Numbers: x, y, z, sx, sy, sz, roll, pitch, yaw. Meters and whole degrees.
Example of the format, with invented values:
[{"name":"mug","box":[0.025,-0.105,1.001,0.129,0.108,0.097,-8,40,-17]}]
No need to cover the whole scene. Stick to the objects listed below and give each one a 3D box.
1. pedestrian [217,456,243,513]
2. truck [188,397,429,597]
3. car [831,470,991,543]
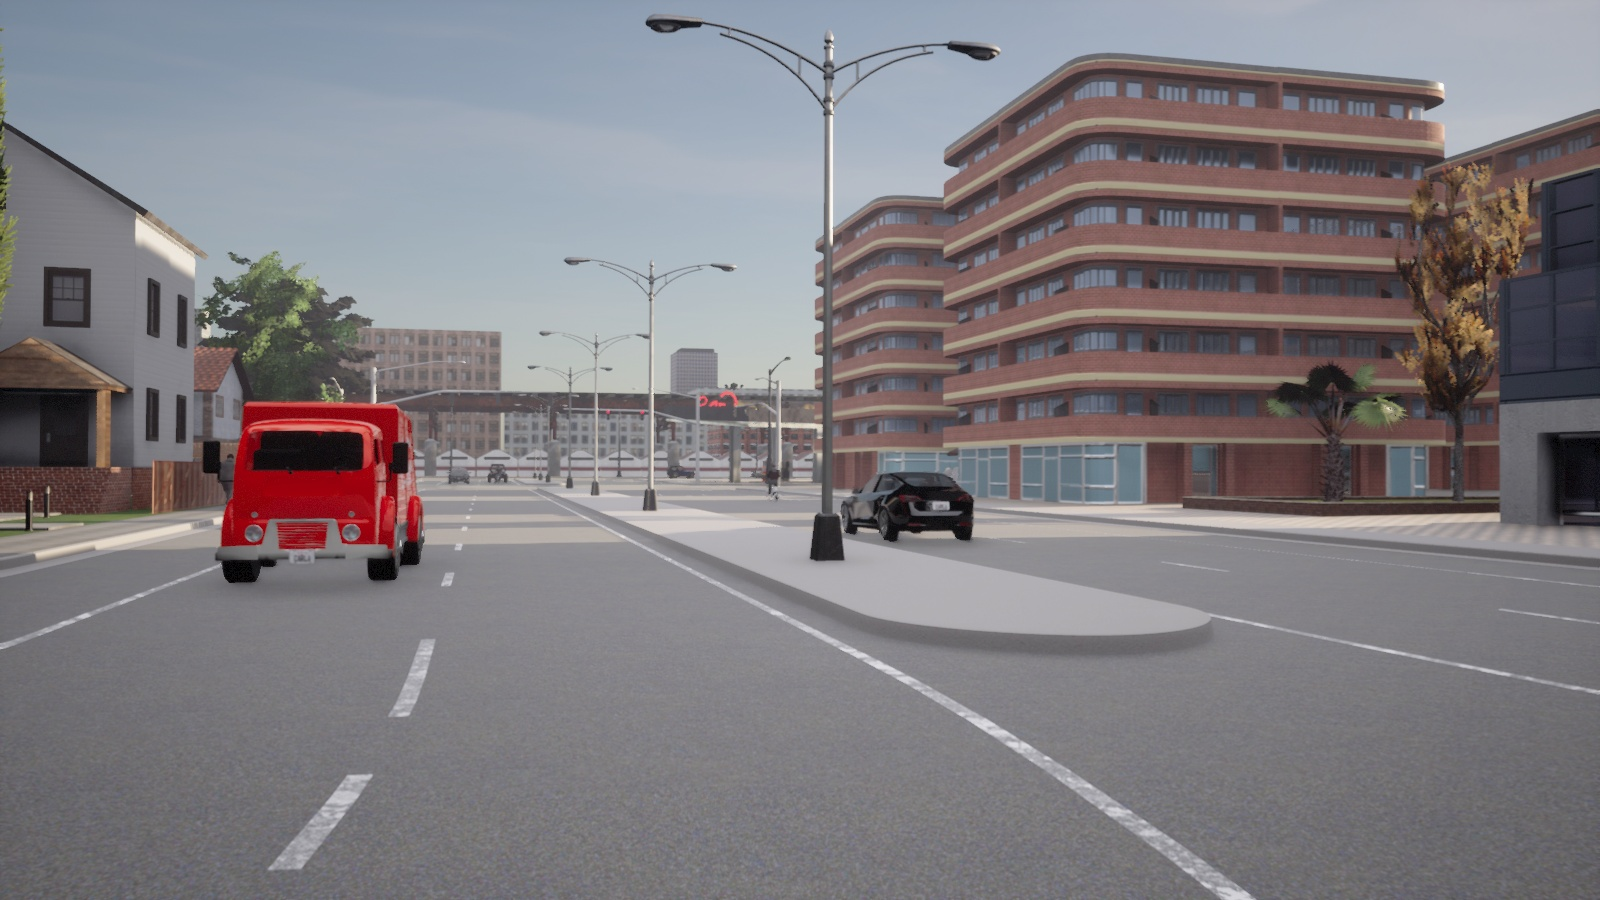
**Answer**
[{"name":"pedestrian","box":[-19.636,1.173,43.254,0.659,1.952,0.873,0,-1,-13]},{"name":"truck","box":[-6.894,0.618,18.320,2.627,2.467,5.204,0,-1,-14]},{"name":"car","box":[2.390,1.214,28.558,2.163,1.488,4.792,0,-1,-14]}]
